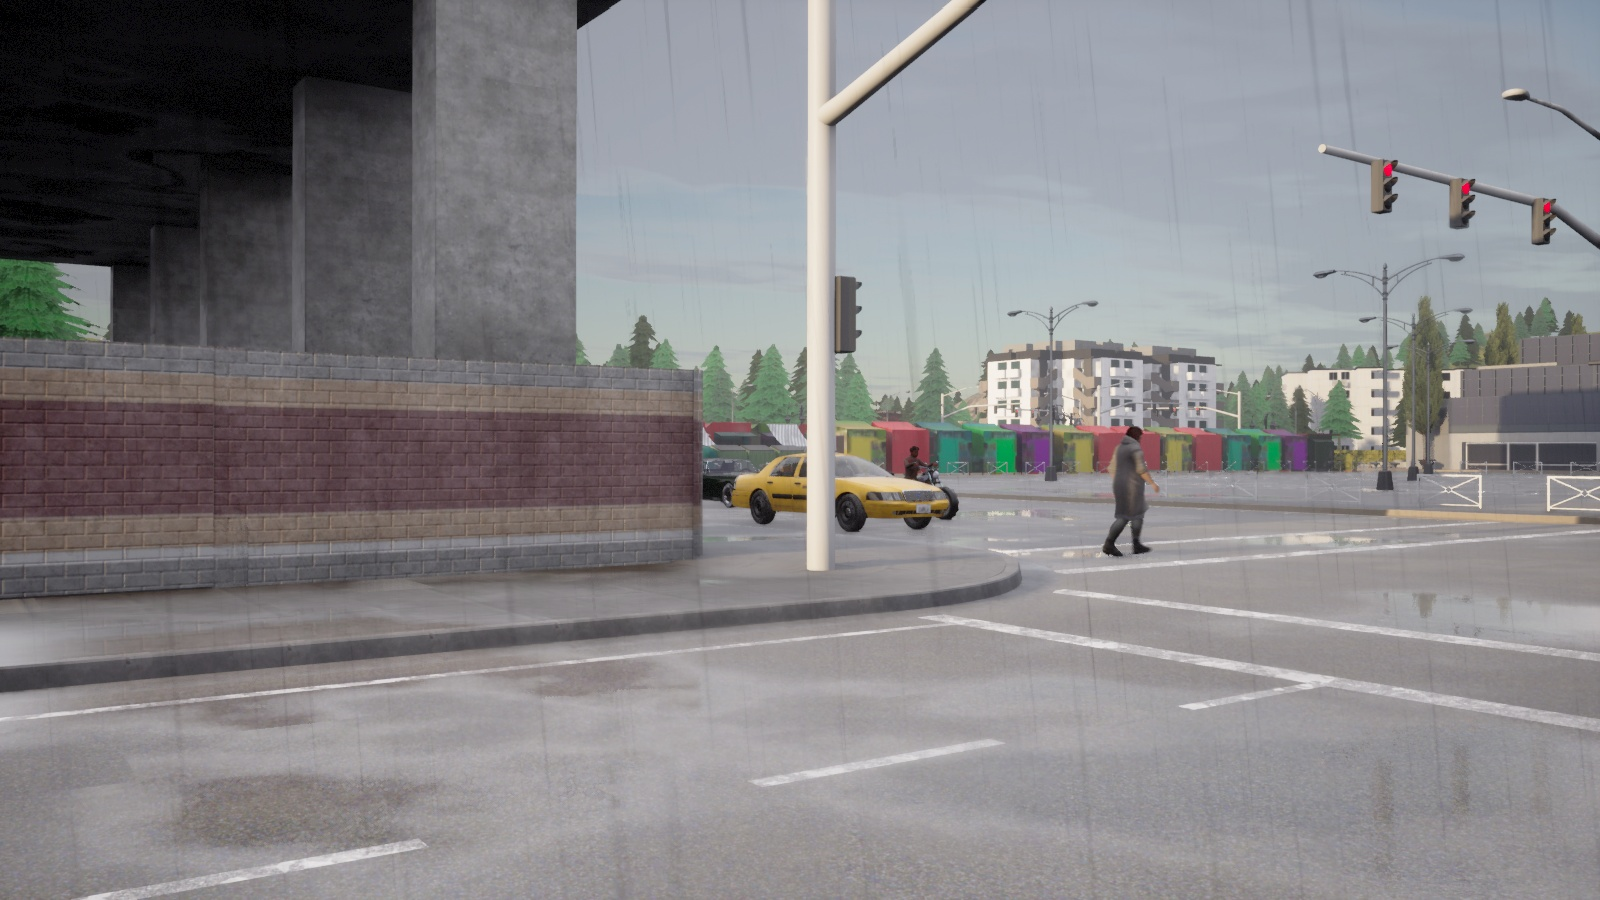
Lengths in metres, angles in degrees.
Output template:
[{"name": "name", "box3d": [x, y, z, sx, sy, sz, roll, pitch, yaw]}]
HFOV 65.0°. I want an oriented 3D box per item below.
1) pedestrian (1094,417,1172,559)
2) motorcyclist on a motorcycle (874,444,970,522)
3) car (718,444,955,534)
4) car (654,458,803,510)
[{"name": "pedestrian", "box3d": [4.662, 0.517, 17.610, 0.873, 1.952, 0.659, 0, 0, -7]}, {"name": "motorcyclist on a motorcycle", "box3d": [2.673, 0.702, 27.821, 0.766, 1.649, 2.350, 0, 0, -35]}, {"name": "car", "box3d": [0.561, 0.688, 24.736, 1.801, 1.575, 5.366, 0, 0, -35]}, {"name": "car", "box3d": [-2.041, 0.879, 34.541, 1.895, 1.301, 4.718, 0, 0, -35]}]
